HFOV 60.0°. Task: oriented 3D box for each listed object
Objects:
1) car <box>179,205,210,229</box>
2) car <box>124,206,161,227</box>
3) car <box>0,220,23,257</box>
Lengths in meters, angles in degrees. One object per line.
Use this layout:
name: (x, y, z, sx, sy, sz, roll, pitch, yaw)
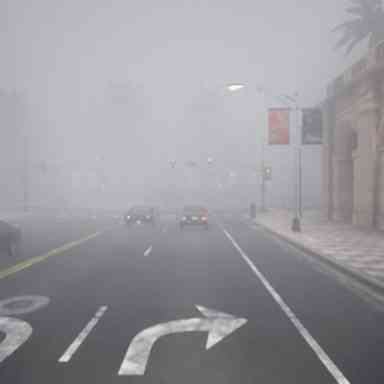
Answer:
car: (0.191, 1.528, 21.485, 2.033, 1.411, 5.357, 0, 0, 2)
car: (-3.281, 1.588, 22.911, 1.895, 1.301, 4.718, 0, 0, 1)
car: (-7.010, 1.531, 10.265, 1.812, 1.442, 4.674, 0, 0, 1)
